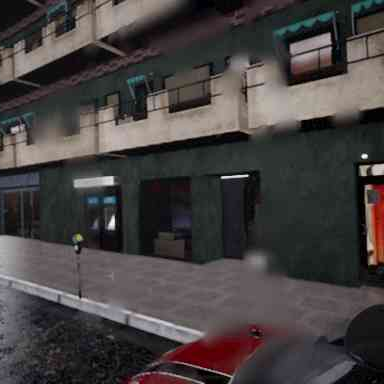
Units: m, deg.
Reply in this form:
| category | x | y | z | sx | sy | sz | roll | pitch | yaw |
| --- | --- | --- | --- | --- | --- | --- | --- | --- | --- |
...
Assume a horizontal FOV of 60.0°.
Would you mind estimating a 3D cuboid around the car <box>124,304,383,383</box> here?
| category | x | y | z | sx | sy | sz | roll | pitch | yaw |
| --- | --- | --- | --- | --- | --- | --- | --- | --- | --- |
| car | 1.268 | 1.440 | 1.851 | 4.097 | 1.590 | 1.967 | 0 | -2 | 36 |
